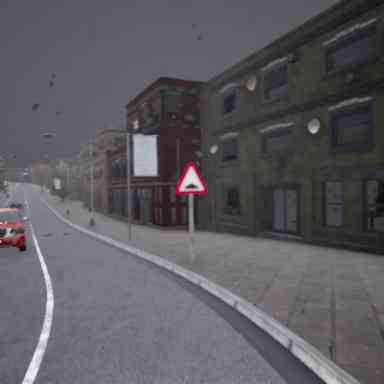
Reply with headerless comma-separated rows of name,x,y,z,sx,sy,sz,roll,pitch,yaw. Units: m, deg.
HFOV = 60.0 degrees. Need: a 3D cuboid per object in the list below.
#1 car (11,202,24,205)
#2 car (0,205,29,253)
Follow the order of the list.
car,-28.390,2.277,54.103,1.895,1.301,4.718,-1,2,-26
car,-9.373,1.825,16.376,2.150,2.045,5.566,-1,-2,-27
